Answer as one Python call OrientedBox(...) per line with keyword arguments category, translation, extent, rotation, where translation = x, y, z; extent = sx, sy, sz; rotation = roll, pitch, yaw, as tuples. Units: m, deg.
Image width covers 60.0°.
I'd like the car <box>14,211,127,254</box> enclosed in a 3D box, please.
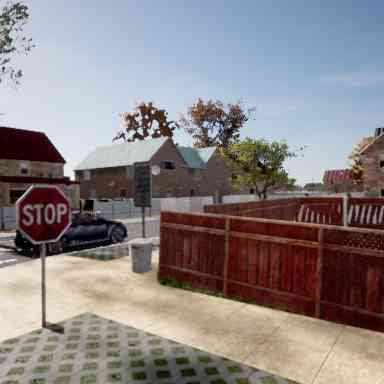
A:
OrientedBox(category="car", translation=(-4.549, 1.444, 12.971), extent=(1.994, 1.385, 4.181), rotation=(-1, 0, 36))
